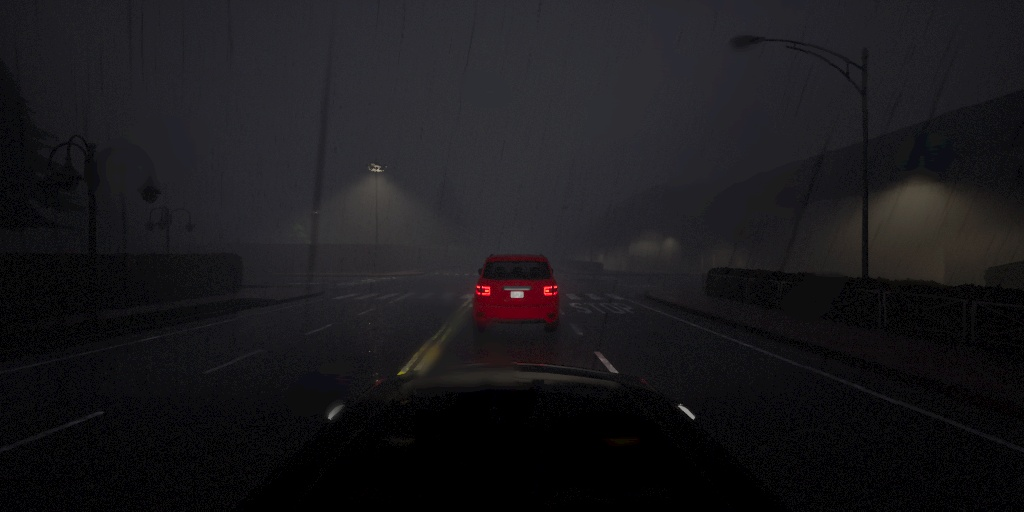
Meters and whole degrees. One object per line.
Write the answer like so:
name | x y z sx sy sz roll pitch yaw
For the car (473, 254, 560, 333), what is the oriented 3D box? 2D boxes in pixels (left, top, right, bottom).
car | 0.122 0.971 10.847 2.150 2.045 5.566 0 0 0

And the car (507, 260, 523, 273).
car | 0.347 1.228 44.766 1.882 1.535 5.008 0 0 1
